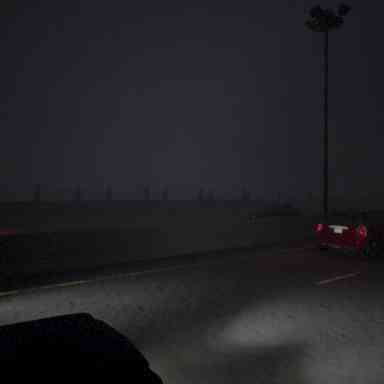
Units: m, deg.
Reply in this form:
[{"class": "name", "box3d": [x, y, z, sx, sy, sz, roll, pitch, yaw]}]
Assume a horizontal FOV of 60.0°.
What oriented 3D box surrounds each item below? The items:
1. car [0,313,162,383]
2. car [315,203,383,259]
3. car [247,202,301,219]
[{"class": "car", "box3d": [-2.476, 1.598, 1.981, 4.718, 1.301, 1.895, 0, 0, -36]}, {"class": "car", "box3d": [6.883, 1.396, 12.955, 4.553, 1.767, 2.097, 0, 0, -35]}, {"class": "car", "box3d": [6.413, 1.578, 25.757, 4.892, 1.490, 1.837, 0, 0, -35]}]
